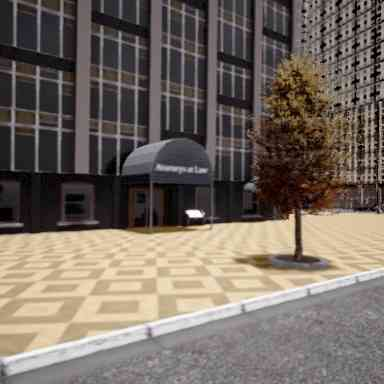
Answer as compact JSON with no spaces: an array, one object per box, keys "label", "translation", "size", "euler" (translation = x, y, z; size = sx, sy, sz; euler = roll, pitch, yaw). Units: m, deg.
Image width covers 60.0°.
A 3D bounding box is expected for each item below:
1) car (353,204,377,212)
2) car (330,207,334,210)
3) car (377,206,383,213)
[{"label":"car","translation":[30.895,2.821,59.190],"size":[1.947,1.339,4.313],"euler":[0,-1,-23]},{"label":"car","translation":[25.579,2.736,64.972],"size":[1.812,1.442,4.674],"euler":[1,-2,-23]},{"label":"car","translation":[33.064,2.709,54.001],"size":[1.947,1.339,4.313],"euler":[0,-1,-23]}]
